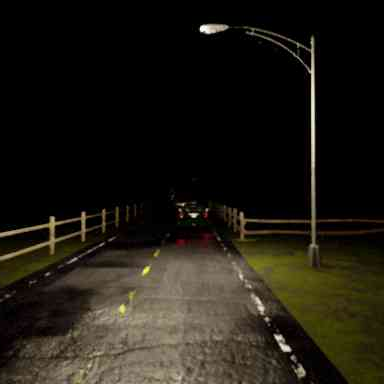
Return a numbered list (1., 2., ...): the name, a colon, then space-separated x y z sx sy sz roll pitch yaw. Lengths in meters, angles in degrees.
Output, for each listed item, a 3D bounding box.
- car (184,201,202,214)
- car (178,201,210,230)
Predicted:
1. car: 0.123 1.908 41.451 2.128 1.511 4.902 0 -1 0
2. car: 0.114 1.587 23.426 2.097 1.767 4.553 0 -1 0
